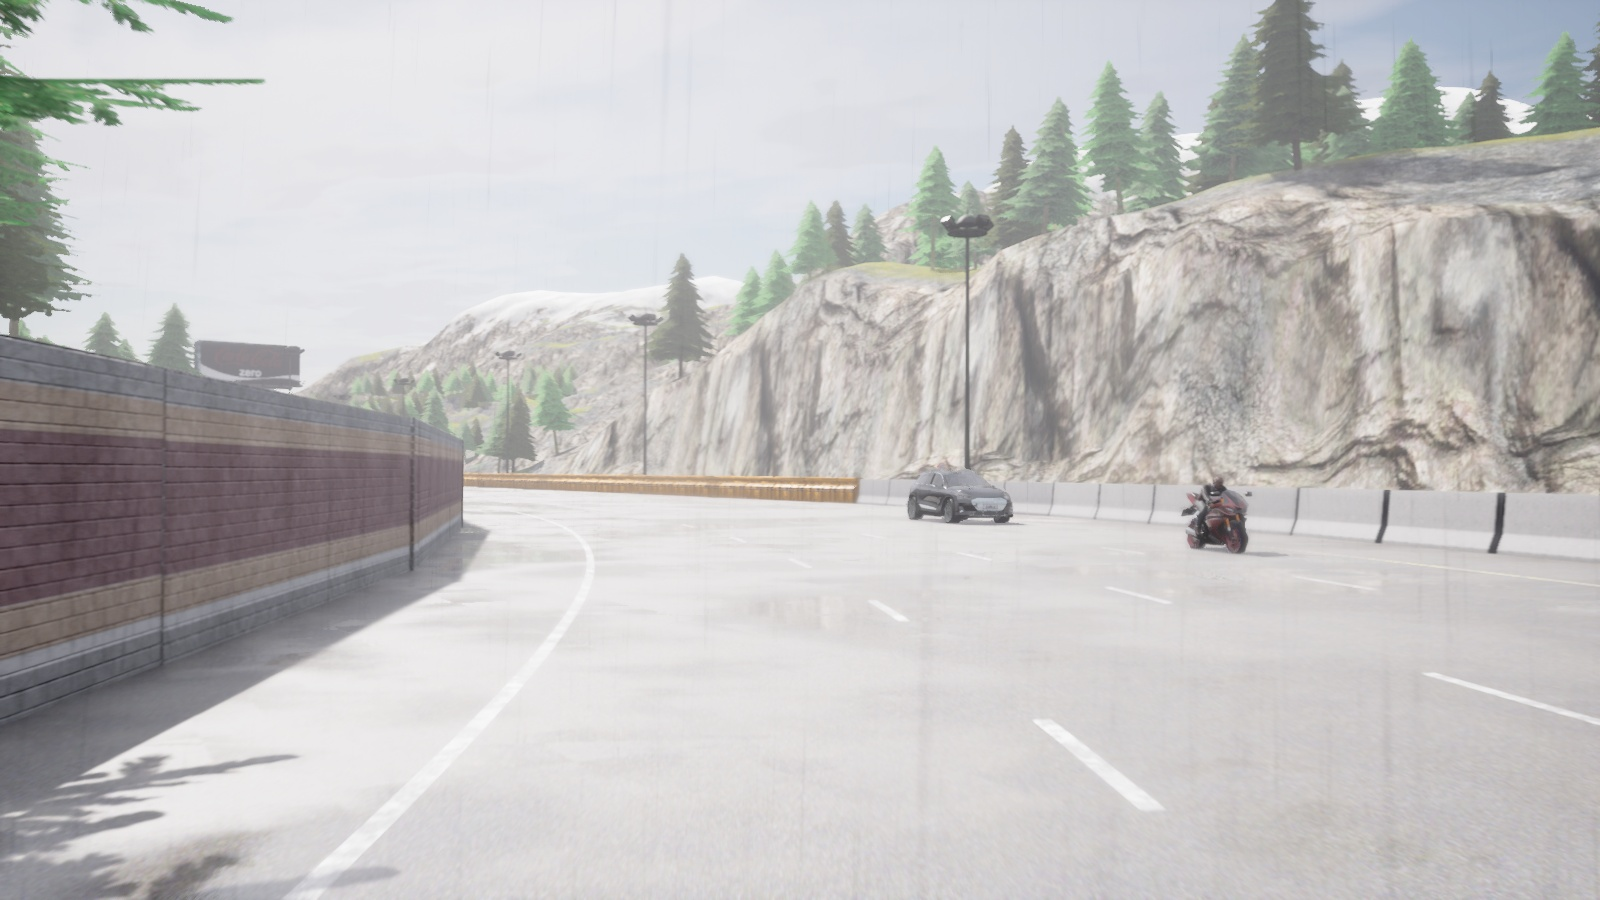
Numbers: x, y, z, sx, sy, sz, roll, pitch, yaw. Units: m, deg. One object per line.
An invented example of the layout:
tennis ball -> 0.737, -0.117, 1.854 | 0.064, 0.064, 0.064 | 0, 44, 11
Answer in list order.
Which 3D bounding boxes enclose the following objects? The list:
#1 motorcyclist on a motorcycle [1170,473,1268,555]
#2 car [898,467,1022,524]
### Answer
motorcyclist on a motorcycle -> 8.254, 1.230, 24.867 | 0.866, 1.530, 2.191 | 0, -1, -10
car -> 4.898, 1.379, 39.141 | 2.033, 1.649, 4.856 | 0, -1, -17
